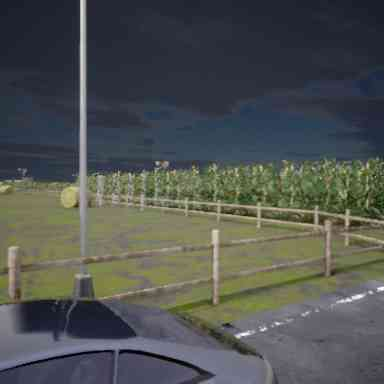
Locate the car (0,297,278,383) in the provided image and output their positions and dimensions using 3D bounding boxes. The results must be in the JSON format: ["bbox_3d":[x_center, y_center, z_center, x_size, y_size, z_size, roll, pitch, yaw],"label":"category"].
[{"bbox_3d":[-1.332,1.552,2.144,4.181,1.385,1.994,0,0,-34],"label":"car"}]
